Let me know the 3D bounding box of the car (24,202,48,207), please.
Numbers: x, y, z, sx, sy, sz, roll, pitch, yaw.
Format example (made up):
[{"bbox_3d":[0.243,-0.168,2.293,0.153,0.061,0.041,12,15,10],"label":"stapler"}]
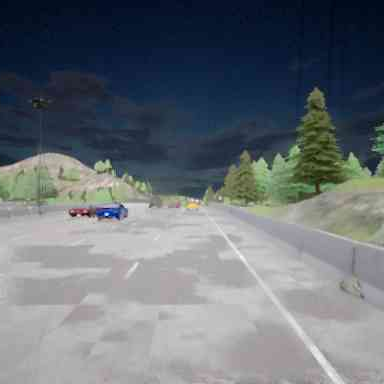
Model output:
[{"bbox_3d":[-21.012,2.026,45.068,2.033,1.411,5.357,0,-1,-2],"label":"car"}]

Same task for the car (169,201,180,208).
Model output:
[{"bbox_3d":[-3.432,2.512,65.522,1.994,1.385,4.181,0,-2,0],"label":"car"}]

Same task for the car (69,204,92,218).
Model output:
[{"bbox_3d":[-10.415,1.865,32.855,1.895,1.301,4.718,0,-1,0],"label":"car"}]

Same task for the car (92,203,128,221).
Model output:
[{"bbox_3d":[-6.914,1.694,29.434,1.882,1.535,5.008,0,-1,0],"label":"car"}]

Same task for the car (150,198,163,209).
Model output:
[{"bbox_3d":[-6.935,2.153,64.753,2.150,2.045,5.566,0,-2,0],"label":"car"}]

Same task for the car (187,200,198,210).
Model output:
[{"bbox_3d":[0.079,2.112,54.167,1.801,1.575,5.366,0,-1,0],"label":"car"}]
